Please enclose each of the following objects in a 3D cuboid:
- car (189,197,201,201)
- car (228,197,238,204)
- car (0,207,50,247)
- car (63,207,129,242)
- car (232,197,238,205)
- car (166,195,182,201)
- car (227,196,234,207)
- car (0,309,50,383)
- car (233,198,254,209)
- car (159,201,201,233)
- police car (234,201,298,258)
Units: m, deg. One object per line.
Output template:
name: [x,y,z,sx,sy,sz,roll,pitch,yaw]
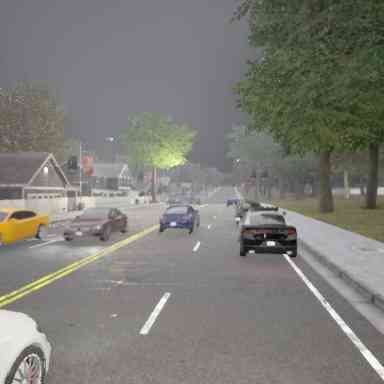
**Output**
car: [0.499,1.535,57.735,1.812,1.442,4.674,0,0,7]
car: [8.156,1.712,66.355,1.895,1.301,4.718,0,-1,7]
car: [-8.006,1.434,14.084,1.882,1.535,5.008,0,0,7]
car: [-4.465,1.470,16.228,1.812,1.442,4.674,0,0,7]
car: [4.635,1.401,28.651,1.837,1.490,4.892,0,0,7]
car: [-3.014,1.339,55.748,2.097,1.767,4.553,0,0,7]
car: [6.171,1.427,49.456,1.882,1.535,5.008,0,0,7]
car: [-2.714,1.525,1.884,1.812,1.442,4.674,0,0,7]
car: [3.924,1.417,22.692,1.837,1.490,4.892,0,0,7]
car: [-0.654,1.454,19.144,1.812,1.442,4.674,0,0,7]
police car: [2.752,1.382,12.870,1.930,1.638,5.238,0,0,7]
